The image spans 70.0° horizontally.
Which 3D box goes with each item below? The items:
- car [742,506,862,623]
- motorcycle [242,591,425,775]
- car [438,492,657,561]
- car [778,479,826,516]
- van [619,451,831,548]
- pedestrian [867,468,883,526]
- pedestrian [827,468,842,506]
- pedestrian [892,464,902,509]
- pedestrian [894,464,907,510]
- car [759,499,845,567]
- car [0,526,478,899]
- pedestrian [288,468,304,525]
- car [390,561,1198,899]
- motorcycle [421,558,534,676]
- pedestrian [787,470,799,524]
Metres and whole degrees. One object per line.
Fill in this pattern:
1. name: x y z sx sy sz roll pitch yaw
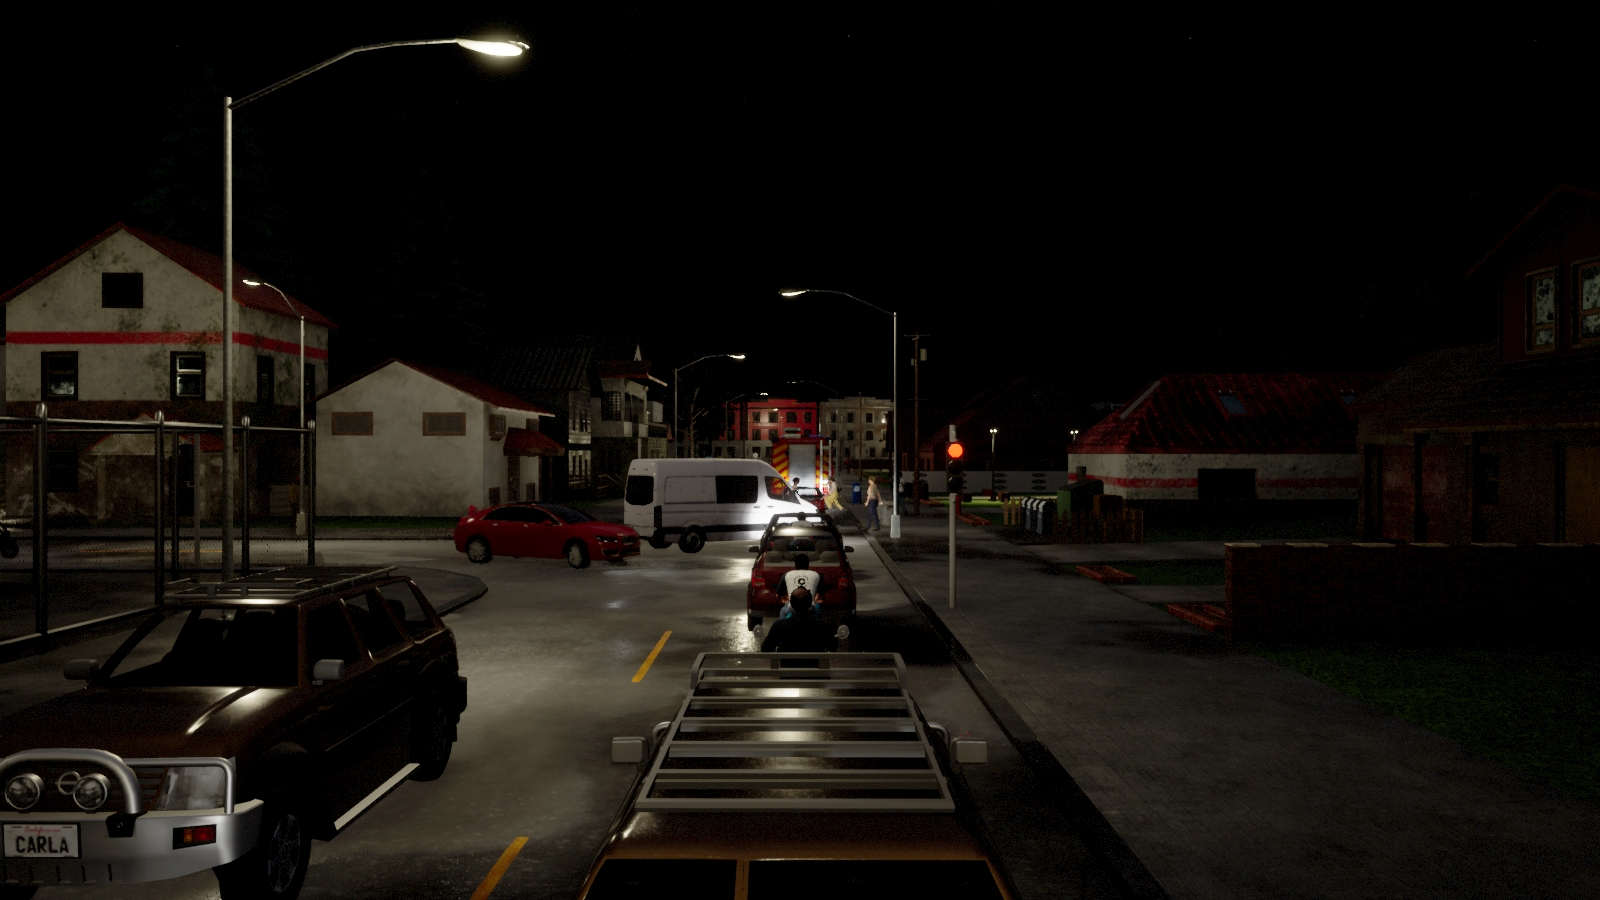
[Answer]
1. car: 0.027 1.798 18.824 1.789 1.549 3.705 0 0 0
2. motorcycle: -3.994 1.958 9.954 0.856 1.236 1.805 0 0 0
3. car: -6.227 1.831 28.158 4.892 1.480 2.231 0 -1 24
4. car: 0.083 1.917 46.793 1.895 1.301 4.718 0 0 0
5. van: -2.053 1.302 32.661 5.915 2.561 1.988 0 0 -36
6. pedestrian: 2.446 1.512 37.206 0.375 1.860 0.375 0 0 36
7. pedestrian: 1.163 1.259 38.969 0.375 1.300 0.375 0 0 32
8. pedestrian: 4.017 1.505 47.346 0.375 1.860 0.375 0 0 6
9. pedestrian: 4.070 1.506 46.433 0.375 1.860 0.375 0 0 -27
10. car: 0.043 1.924 27.447 1.895 1.301 4.718 0 0 0
11. car: -3.983 1.640 8.349 1.932 1.855 4.605 0 0 0
12. pedestrian: -16.552 1.510 37.510 0.375 1.860 0.375 0 0 0
13. car: -0.006 1.641 5.035 1.932 1.855 4.605 0 0 0
14. motorcycle: -3.894 1.987 13.966 0.803 1.145 2.033 0 0 0
15. pedestrian: -0.248 1.613 39.263 0.375 1.860 0.375 0 0 -6
